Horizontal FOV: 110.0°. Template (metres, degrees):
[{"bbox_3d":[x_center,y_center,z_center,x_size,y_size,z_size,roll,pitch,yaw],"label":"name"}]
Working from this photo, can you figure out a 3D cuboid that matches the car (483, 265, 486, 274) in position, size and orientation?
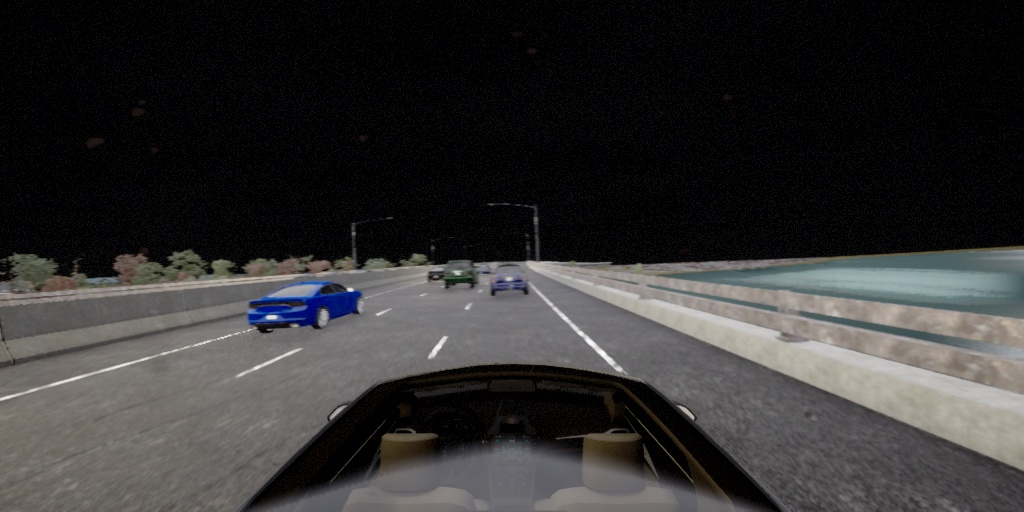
[{"bbox_3d":[-3.912,1.916,50.009,1.994,1.385,4.181,-3,-1,0],"label":"car"}]

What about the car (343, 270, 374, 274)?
[{"bbox_3d":[-18.062,2.421,43.593,1.882,1.535,5.008,-3,-1,0],"label":"car"}]

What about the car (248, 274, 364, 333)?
[{"bbox_3d":[-6.992,1.636,12.808,1.882,1.535,5.008,-3,0,-1],"label":"car"}]

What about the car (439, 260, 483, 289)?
[{"bbox_3d":[-3.773,1.356,27.482,2.150,2.045,5.566,-3,0,-1],"label":"car"}]

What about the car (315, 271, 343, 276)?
[{"bbox_3d":[-21.547,2.602,44.176,2.128,1.511,4.902,-3,-1,0],"label":"car"}]

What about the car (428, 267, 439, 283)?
[{"bbox_3d":[-7.358,1.864,36.997,1.882,1.535,5.008,-3,-1,0],"label":"car"}]

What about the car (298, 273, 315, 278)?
[{"bbox_3d":[-25.036,2.835,44.167,1.994,1.385,4.181,-3,-1,0],"label":"car"}]

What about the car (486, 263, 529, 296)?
[{"bbox_3d":[-0.180,1.269,21.364,2.097,1.767,4.553,-3,0,-1],"label":"car"}]
